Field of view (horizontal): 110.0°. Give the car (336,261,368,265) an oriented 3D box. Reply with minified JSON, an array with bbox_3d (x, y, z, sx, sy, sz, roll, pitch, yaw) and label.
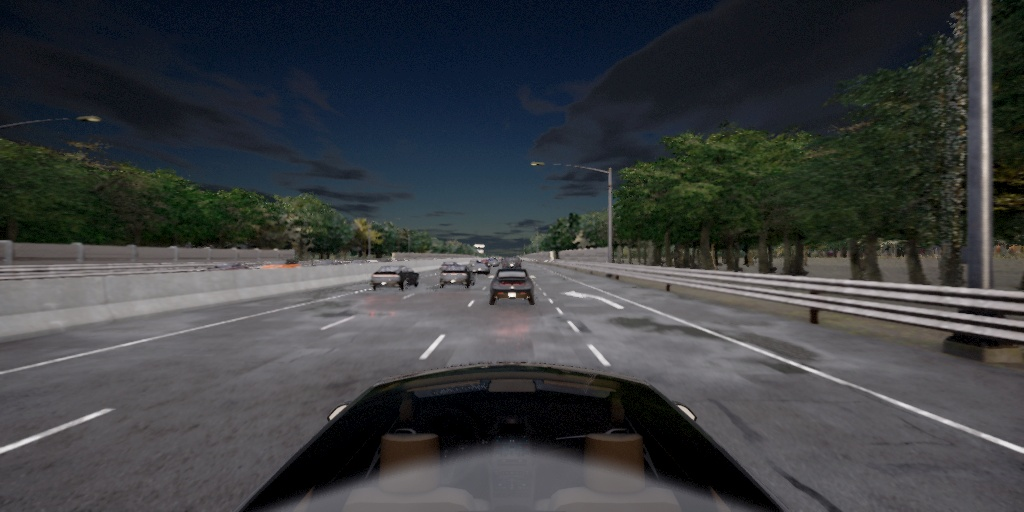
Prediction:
[{"bbox_3d":[-17.558,1.326,40.890,2.128,1.511,4.902,0,0,0],"label":"car"}]

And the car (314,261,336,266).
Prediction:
[{"bbox_3d":[-21.055,1.326,40.843,2.128,1.511,4.902,0,0,0],"label":"car"}]

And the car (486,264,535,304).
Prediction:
[{"bbox_3d":[0.002,1.292,16.557,1.837,1.490,4.892,0,0,0],"label":"car"}]

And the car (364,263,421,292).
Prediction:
[{"bbox_3d":[-6.997,1.292,21.957,2.128,1.511,4.902,0,0,0],"label":"car"}]

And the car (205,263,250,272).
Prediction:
[{"bbox_3d":[-28.072,1.391,35.603,1.994,1.385,4.181,0,0,0],"label":"car"}]

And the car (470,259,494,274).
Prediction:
[{"bbox_3d":[-3.496,1.400,40.829,1.994,1.385,4.181,0,0,0],"label":"car"}]

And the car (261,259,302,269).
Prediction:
[{"bbox_3d":[-24.570,1.183,38.318,2.097,1.767,4.553,0,0,0],"label":"car"}]

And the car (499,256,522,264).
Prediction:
[{"bbox_3d":[0.002,1.058,40.903,2.150,2.045,5.566,0,0,0],"label":"car"}]

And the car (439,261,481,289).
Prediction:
[{"bbox_3d":[-3.498,1.296,23.756,2.128,1.511,4.902,0,0,0],"label":"car"}]
